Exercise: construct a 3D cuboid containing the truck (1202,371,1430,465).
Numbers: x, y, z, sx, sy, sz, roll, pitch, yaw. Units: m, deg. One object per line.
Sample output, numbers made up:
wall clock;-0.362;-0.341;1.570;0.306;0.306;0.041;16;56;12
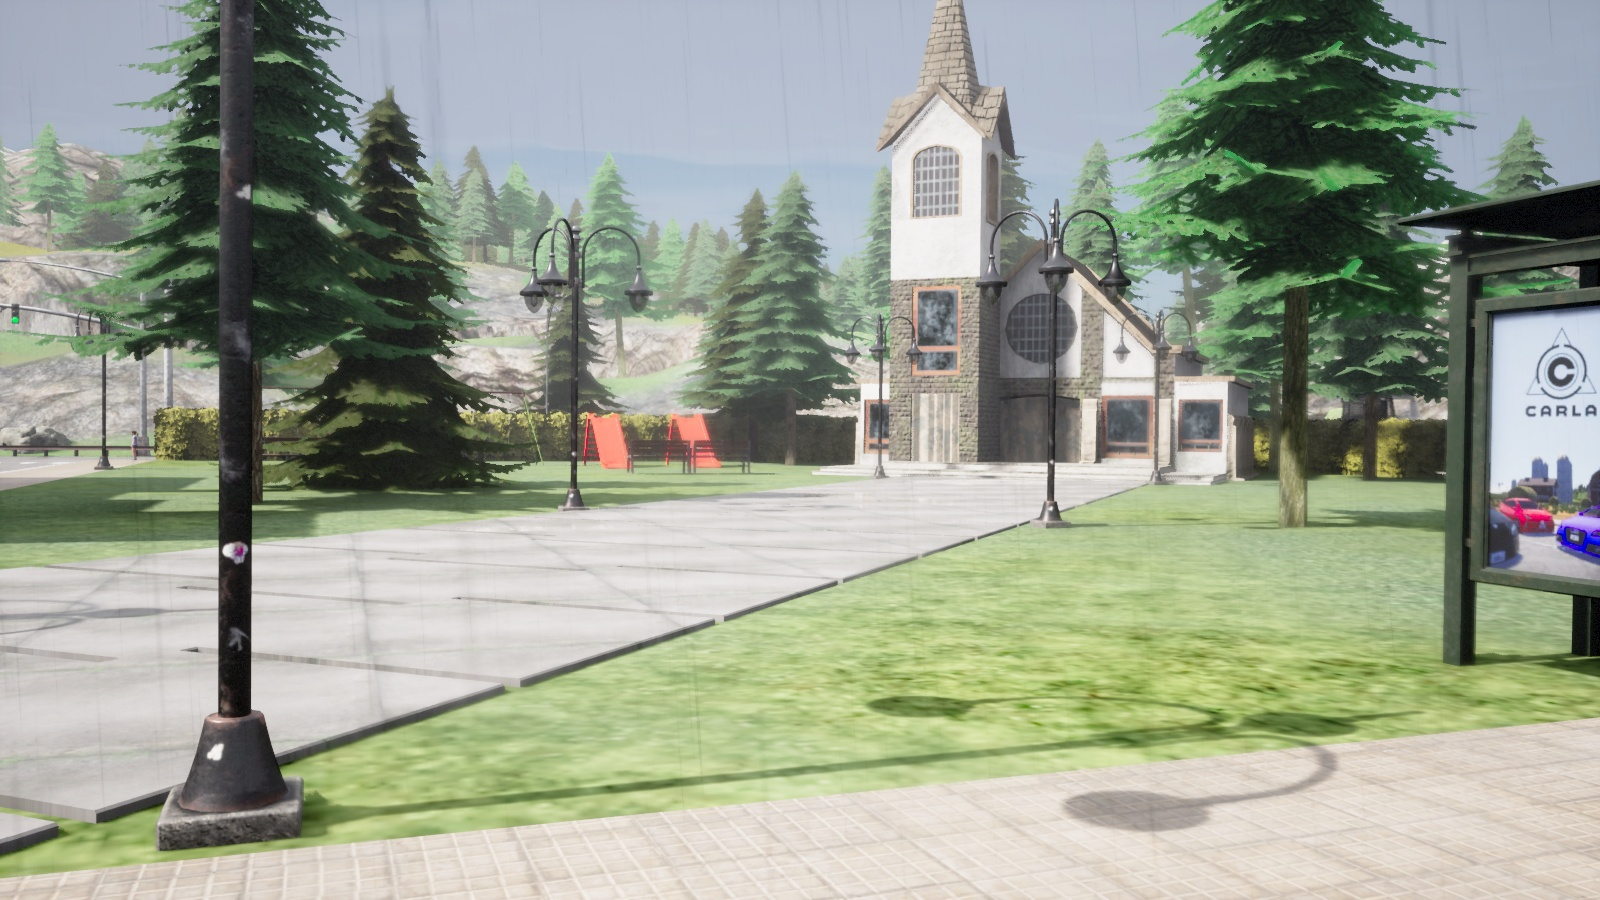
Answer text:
truck;20.578;-1.226;50.404;7.936;3.462;2.891;0;1;43
